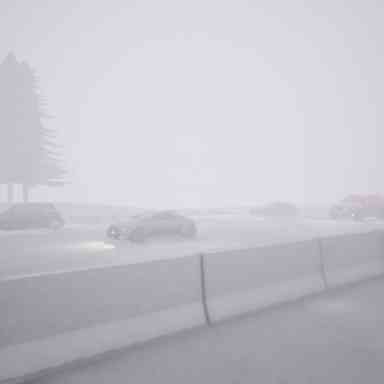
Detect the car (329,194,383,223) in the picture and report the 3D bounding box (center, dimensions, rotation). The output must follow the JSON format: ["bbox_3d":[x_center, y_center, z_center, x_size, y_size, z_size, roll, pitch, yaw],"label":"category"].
[{"bbox_3d":[13.146,1.214,26.252,5.566,2.045,2.150,0,0,-35],"label":"car"}]

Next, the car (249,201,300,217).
[{"bbox_3d":[7.764,1.541,31.014,5.357,1.411,2.033,0,0,-35],"label":"car"}]

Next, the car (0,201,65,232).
[{"bbox_3d":[-9.638,1.352,18.613,4.553,1.767,2.097,0,0,-35],"label":"car"}]

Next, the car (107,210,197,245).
[{"bbox_3d":[-1.798,1.563,15.605,4.181,1.385,1.994,0,0,-35],"label":"car"}]
